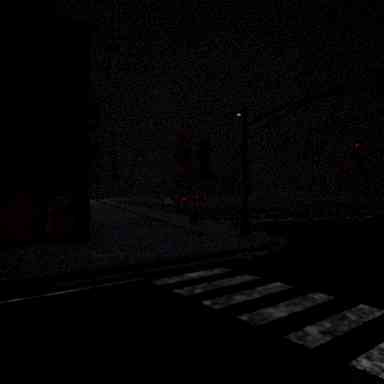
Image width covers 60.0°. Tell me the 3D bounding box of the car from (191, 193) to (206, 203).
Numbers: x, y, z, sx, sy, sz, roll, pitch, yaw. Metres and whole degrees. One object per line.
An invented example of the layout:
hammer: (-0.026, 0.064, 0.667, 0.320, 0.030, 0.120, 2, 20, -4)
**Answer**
car: (0.780, 1.116, 64.126, 2.150, 2.045, 5.566, 0, 0, -21)

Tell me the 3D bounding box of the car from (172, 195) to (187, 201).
car: (-2.861, 1.382, 73.846, 1.895, 1.301, 4.718, 0, 0, -21)

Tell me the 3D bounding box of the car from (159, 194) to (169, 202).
car: (-5.894, 1.294, 72.678, 1.837, 1.490, 4.892, 0, 0, -21)

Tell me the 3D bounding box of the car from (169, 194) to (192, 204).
car: (-2.253, 1.406, 62.959, 1.837, 1.490, 4.892, 0, 0, -21)
